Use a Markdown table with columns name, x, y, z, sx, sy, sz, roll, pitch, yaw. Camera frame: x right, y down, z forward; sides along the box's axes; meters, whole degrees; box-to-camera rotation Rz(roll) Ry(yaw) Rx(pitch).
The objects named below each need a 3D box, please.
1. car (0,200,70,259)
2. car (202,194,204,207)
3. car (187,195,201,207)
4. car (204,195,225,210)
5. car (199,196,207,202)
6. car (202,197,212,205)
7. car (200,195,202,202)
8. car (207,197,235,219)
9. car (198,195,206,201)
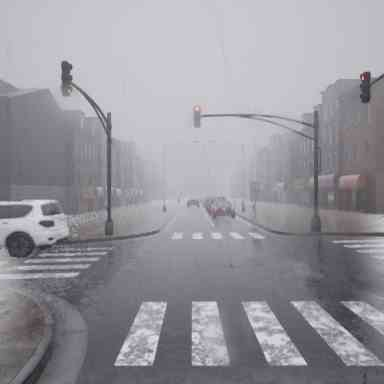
| name | x | y | z | sx | sy | sz | roll | pitch | yaw |
| --- | --- | --- | --- | --- | --- | --- | --- | --- | --- |
| car | -7.669 | 1.385 | 12.835 | 5.566 | 2.045 | 2.150 | -2 | 0 | 0 |
| car | 2.694 | 1.368 | 40.496 | 2.192 | 1.841 | 5.009 | -1 | 0 | 0 |
| car | 0.186 | 1.593 | 52.855 | 1.837 | 1.490 | 4.892 | 0 | 0 | 0 |
| car | 2.686 | 1.355 | 35.093 | 2.192 | 1.841 | 5.009 | -1 | 0 | 0 |
| car | 2.768 | 1.790 | 83.714 | 1.802 | 1.307 | 4.206 | -1 | 0 | 0 |
| car | 2.732 | 1.646 | 62.275 | 1.752 | 1.417 | 4.829 | -1 | 0 | 0 |
| car | 2.713 | 1.524 | 51.300 | 1.967 | 1.590 | 4.097 | -1 | 0 | 0 |
| car | 2.678 | 1.469 | 29.691 | 1.967 | 1.590 | 4.097 | -1 | 0 | 0 |
| car | 2.784 | 1.699 | 94.520 | 1.967 | 1.590 | 4.097 | -1 | 0 | 0 |
